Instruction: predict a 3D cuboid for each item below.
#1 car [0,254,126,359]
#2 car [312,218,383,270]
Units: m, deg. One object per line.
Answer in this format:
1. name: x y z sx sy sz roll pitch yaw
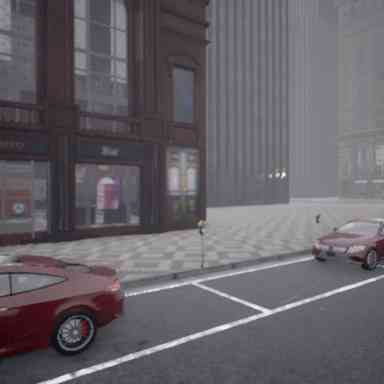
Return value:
1. car: -2.989 1.582 4.515 4.206 1.307 1.802 0 0 -35
2. car: 5.647 1.513 10.665 4.206 1.307 1.802 0 0 -35
